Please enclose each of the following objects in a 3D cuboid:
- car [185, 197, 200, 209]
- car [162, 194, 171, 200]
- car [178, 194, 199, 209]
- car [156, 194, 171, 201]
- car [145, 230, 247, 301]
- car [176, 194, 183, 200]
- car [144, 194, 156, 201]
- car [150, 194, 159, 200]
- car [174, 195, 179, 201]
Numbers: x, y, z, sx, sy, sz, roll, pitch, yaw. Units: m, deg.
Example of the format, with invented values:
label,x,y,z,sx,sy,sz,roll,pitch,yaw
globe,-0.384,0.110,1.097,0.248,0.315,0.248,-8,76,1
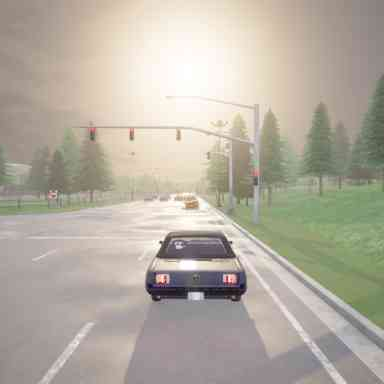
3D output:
label,x,y,z,sx,sy,sz,roll,pitch,yaw
car,0.091,1.591,49.921,2.033,1.411,5.357,0,2,0
car,-6.824,1.372,90.977,2.033,1.411,5.357,0,0,0
car,-0.282,1.060,46.532,1.882,1.535,5.008,-11,16,-5
car,-6.844,1.531,80.557,2.033,1.411,5.357,0,0,0
car,0.095,1.601,8.256,1.895,1.301,4.718,0,0,0
car,-3.324,1.357,90.971,1.812,1.442,4.674,0,0,0
car,-10.344,1.531,80.564,2.033,1.411,5.357,0,0,0
car,-10.324,1.332,90.984,1.837,1.490,4.892,0,0,0
car,-3.343,1.545,80.967,1.994,1.385,4.181,0,0,0
